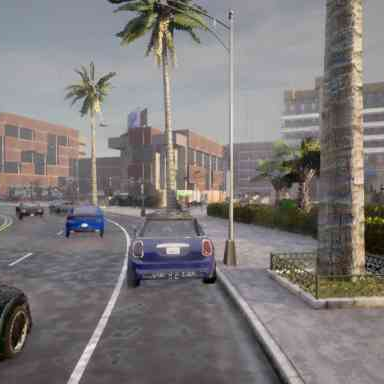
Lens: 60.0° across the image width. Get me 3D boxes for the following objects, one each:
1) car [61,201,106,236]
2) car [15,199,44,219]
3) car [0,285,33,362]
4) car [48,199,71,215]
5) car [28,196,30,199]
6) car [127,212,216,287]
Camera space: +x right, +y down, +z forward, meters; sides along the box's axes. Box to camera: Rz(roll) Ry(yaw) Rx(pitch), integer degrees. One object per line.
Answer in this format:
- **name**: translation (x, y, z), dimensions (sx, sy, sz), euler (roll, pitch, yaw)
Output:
- **car**: translation (-5.860, 1.474, 18.508), dimensions (1.882, 1.535, 5.008), euler (0, 0, -15)
- **car**: translation (-14.459, 1.589, 29.411), dimensions (1.895, 1.301, 4.718), euler (0, 0, -33)
- **car**: translation (-3.287, 1.561, 3.232), dimensions (1.994, 1.385, 4.181), euler (0, 0, -3)
- **car**: translation (-13.091, 1.482, 33.454), dimensions (2.128, 1.511, 4.902), euler (0, 0, -36)
- **car**: translation (-36.889, 1.225, 70.776), dimensions (4.553, 1.767, 2.185), euler (0, 0, 22)
- **car**: translation (-0.703, 1.352, 9.627), dimensions (2.097, 1.767, 4.553), euler (0, 0, -7)
